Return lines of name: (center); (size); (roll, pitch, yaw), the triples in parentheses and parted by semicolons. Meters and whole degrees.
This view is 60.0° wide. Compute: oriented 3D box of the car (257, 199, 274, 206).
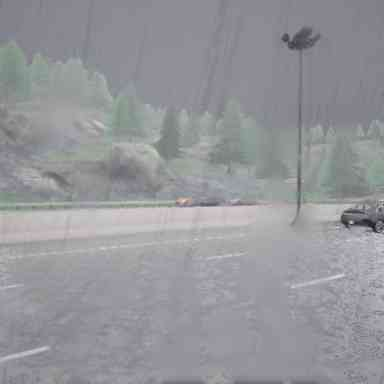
car: (7.102, 1.281, 29.075); (4.674, 1.442, 1.812); (0, 1, -29)

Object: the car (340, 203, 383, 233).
car: (10.495, 1.386, 18.751); (4.902, 1.511, 2.128); (0, 1, -30)

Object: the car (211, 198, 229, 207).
car: (4.555, 1.231, 31.650); (4.674, 1.442, 1.812); (0, 1, -30)
